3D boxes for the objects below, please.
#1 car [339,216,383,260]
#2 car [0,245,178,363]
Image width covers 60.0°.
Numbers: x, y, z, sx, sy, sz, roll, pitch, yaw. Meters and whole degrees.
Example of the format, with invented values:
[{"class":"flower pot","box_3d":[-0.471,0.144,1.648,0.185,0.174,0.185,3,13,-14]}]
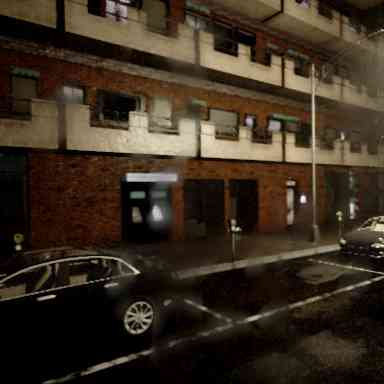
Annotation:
[{"class":"car","box_3d":[6.831,1.510,11.452,4.403,1.369,2.008,0,-1,-36]},{"class":"car","box_3d":[-2.286,1.548,4.941,4.403,1.369,2.008,0,-1,-36]}]
